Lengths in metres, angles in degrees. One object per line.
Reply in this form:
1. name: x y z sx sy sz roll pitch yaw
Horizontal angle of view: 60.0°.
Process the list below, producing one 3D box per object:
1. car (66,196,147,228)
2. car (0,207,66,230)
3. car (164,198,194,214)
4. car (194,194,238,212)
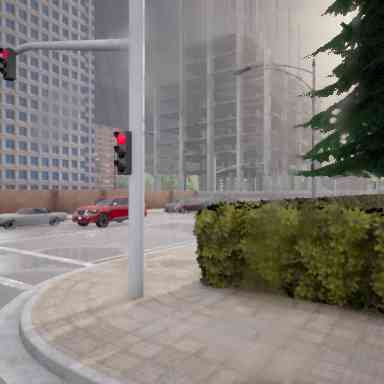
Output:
1. car: -5.523 1.277 23.188 2.150 2.045 5.566 0 0 33
2. car: -10.765 1.656 21.823 1.895 1.301 4.718 0 0 36
3. car: -0.957 1.407 35.572 2.097 1.767 4.553 0 0 36
4. car: 2.954 1.270 35.020 2.150 2.045 5.566 0 1 36
